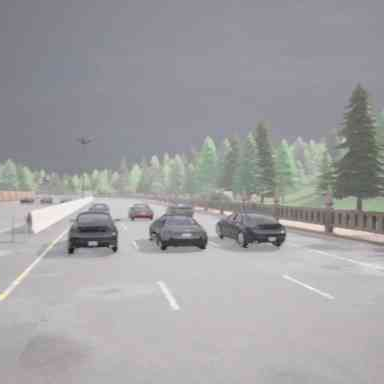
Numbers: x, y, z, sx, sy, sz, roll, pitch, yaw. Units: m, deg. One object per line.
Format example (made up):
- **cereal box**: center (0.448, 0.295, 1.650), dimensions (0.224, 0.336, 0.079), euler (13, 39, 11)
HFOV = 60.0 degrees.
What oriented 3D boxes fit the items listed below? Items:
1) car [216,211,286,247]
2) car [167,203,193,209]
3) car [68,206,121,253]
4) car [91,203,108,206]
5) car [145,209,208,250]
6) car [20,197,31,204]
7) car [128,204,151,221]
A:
- **car**: center (2.641, 1.662, 15.892), dimensions (1.837, 1.490, 4.892), euler (1, 0, -15)
- **car**: center (-1.152, 1.707, 30.279), dimensions (2.128, 1.511, 4.902), euler (1, 0, -14)
- **car**: center (-4.112, 1.563, 14.048), dimensions (1.837, 1.490, 4.892), euler (1, 0, -15)
- **car**: center (-7.851, 1.662, 28.221), dimensions (2.033, 1.411, 5.357), euler (1, 0, -15)
- **car**: center (-0.736, 1.669, 14.978), dimensions (1.994, 1.385, 4.181), euler (1, 0, -15)
- **car**: center (-31.662, 1.678, 64.082), dimensions (1.895, 1.301, 4.718), euler (1, 0, -15)
- **car**: center (-4.540, 1.730, 29.402), dimensions (1.994, 1.385, 4.181), euler (1, 0, -14)
